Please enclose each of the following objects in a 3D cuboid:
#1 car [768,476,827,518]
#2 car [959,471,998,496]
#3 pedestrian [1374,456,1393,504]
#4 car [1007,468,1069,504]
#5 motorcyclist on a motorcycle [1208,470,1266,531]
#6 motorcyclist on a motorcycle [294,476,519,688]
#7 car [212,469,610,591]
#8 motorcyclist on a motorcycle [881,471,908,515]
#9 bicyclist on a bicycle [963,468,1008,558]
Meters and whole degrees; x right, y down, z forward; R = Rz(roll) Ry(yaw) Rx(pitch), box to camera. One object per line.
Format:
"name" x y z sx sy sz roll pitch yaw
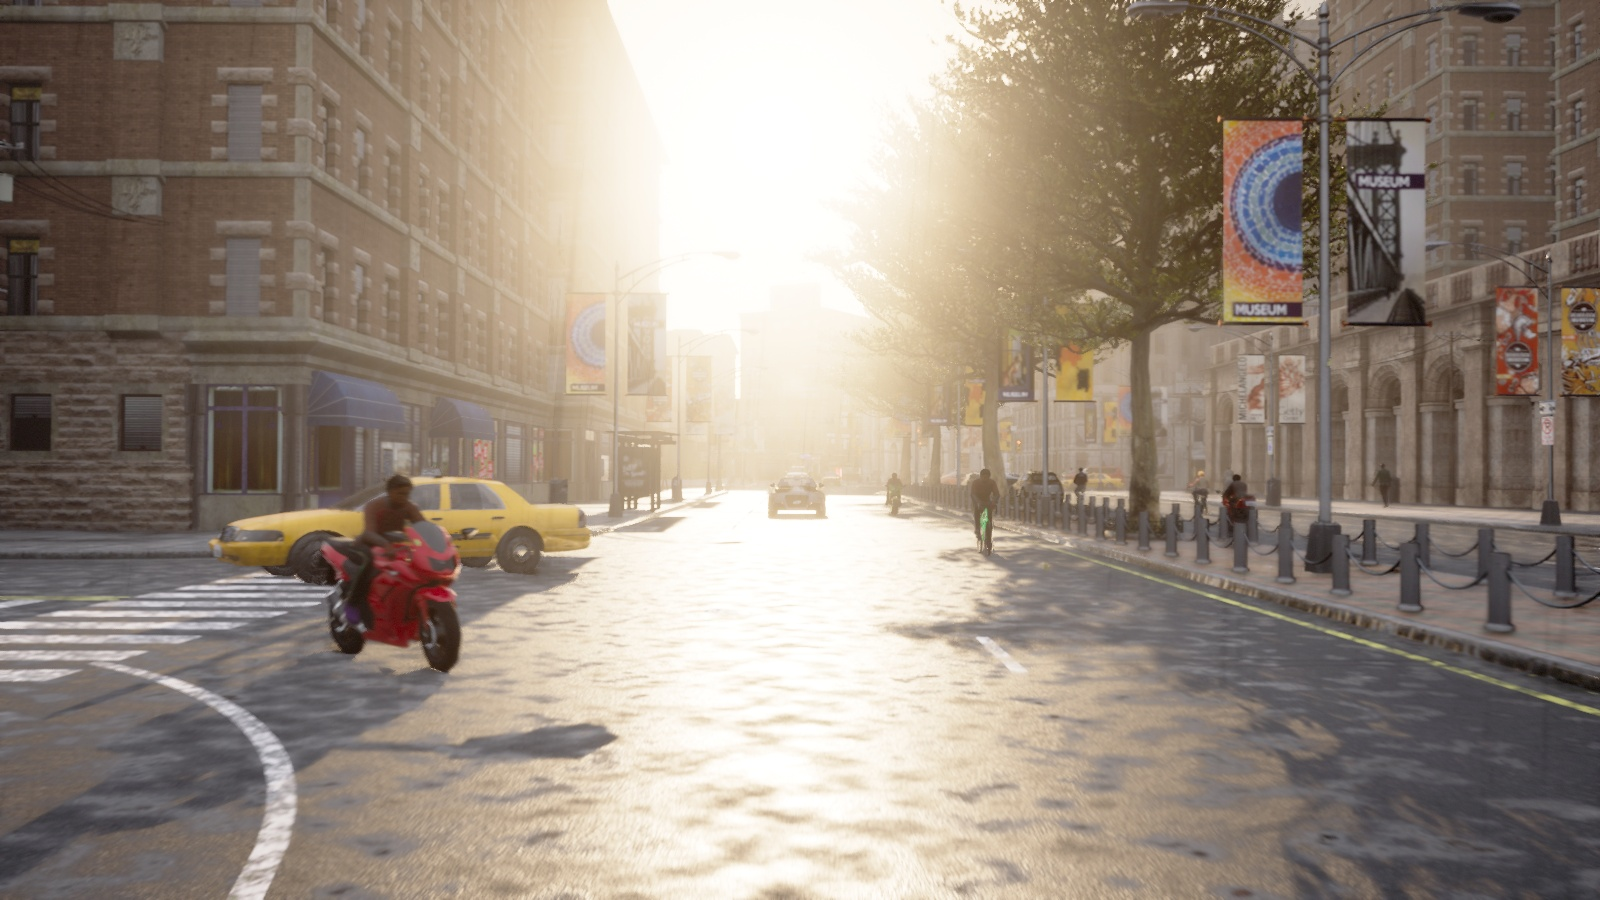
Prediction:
"car" -0.097 1.621 44.495 1.994 1.385 4.181 0 -1 0
"car" 11.254 2.097 79.346 1.837 1.490 4.892 0 -1 1
"pedestrian" 23.721 1.227 51.087 0.423 1.949 0.788 0 -1 4
"car" 11.362 1.702 60.278 2.033 1.649 4.856 0 -1 0
"motorcyclist on a motorcycle" 11.428 1.299 32.888 0.797 1.523 2.044 0 -1 0
"motorcyclist on a motorcycle" -3.204 0.978 10.107 2.044 1.523 0.797 -1 0 43
"car" -5.654 1.089 18.729 5.366 1.575 1.801 1 -1 -38
"motorcyclist on a motorcycle" 3.401 1.537 45.202 0.797 1.523 2.044 0 -1 0
"bicyclist on a bicycle" 3.449 1.145 23.481 0.582 1.620 1.656 0 -1 0
